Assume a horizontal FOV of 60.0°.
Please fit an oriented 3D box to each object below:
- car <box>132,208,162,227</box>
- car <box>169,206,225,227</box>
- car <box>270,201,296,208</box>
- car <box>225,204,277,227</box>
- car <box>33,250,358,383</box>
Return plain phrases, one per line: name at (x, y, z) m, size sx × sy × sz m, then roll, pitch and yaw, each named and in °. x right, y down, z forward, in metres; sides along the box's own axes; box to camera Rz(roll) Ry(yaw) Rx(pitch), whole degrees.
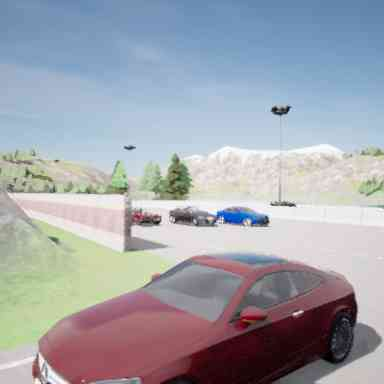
car at (-4.221, 1.921, 26.126) m, size 1.895 × 1.301 × 4.718 m, roll 1°, pitch 0°, yaw -35°
car at (-0.003, 1.849, 26.227) m, size 2.128 × 1.511 × 4.902 m, roll 1°, pitch 0°, yaw -35°
car at (14.611, 2.135, 54.396) m, size 1.882 × 1.535 × 5.008 m, roll 1°, pitch 0°, yaw -35°
car at (3.998, 1.872, 26.630) m, size 1.882 × 1.535 × 5.008 m, roll 1°, pitch 0°, yaw -35°
car at (0.482, 1.578, 4.404) m, size 4.674 × 1.442 × 1.812 m, roll 2°, pitch -1°, yaw -39°
